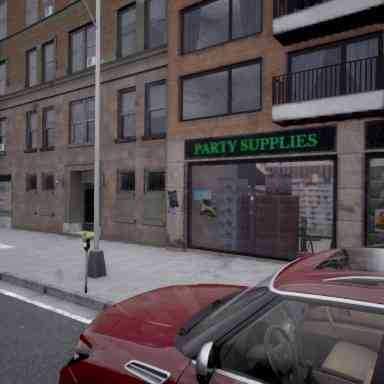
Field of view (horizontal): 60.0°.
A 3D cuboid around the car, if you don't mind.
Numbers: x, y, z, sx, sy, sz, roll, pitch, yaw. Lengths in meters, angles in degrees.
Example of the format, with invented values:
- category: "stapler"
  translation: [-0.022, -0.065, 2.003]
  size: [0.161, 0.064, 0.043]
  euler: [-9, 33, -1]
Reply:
- category: "car"
  translation: [1.282, 1.315, 2.152]
  size: [5.009, 1.841, 2.192]
  euler: [0, 1, 35]
